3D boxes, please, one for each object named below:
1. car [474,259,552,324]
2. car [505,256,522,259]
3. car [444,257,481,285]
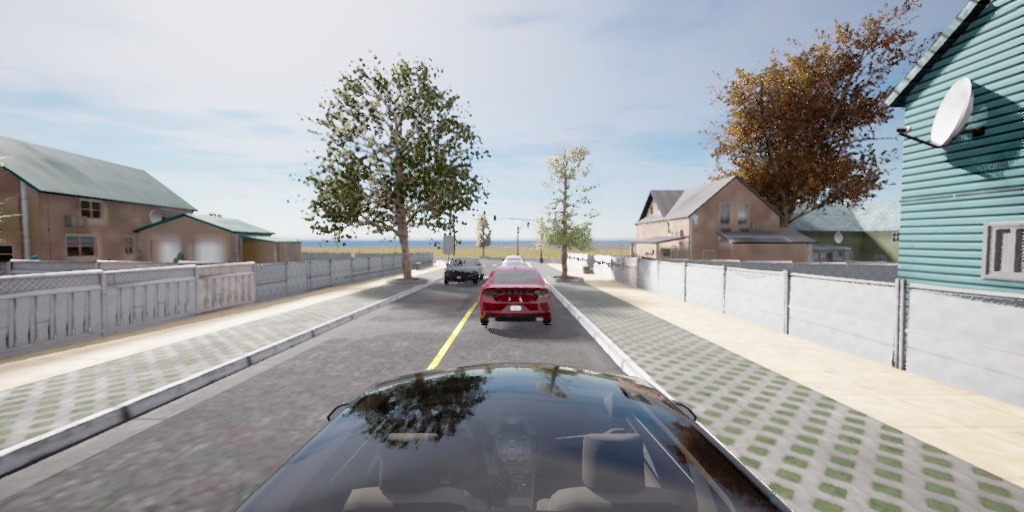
[{"bbox_3d":[0.100,1.035,11.061,1.882,1.535,5.008,0,1,0],"label":"car"},{"bbox_3d":[0.140,0.710,28.984,1.812,1.442,4.674,0,1,0],"label":"car"},{"bbox_3d":[-2.810,0.819,21.492,1.882,1.535,5.008,0,1,0],"label":"car"}]
